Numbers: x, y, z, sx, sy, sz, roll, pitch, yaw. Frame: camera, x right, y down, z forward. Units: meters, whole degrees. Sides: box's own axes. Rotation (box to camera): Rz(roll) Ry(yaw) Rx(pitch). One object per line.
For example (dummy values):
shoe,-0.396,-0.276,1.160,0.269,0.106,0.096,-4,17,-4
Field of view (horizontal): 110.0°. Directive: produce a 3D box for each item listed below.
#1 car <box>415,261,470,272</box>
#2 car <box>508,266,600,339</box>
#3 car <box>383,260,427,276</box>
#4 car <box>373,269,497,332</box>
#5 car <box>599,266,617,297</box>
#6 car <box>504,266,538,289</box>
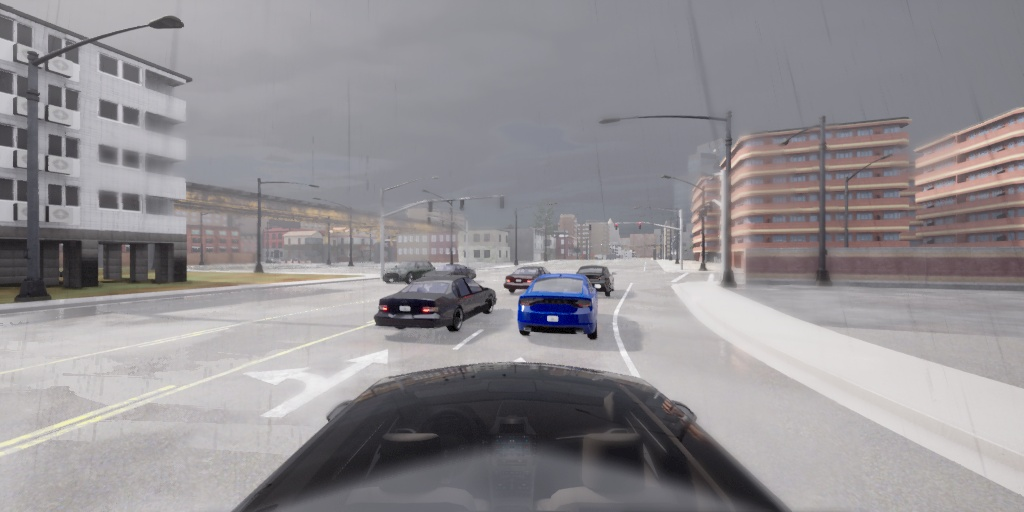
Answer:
car,-4.416,1.305,25.972,2.033,1.411,5.357,0,0,21
car,1.485,1.228,10.288,1.882,1.535,5.008,0,0,14
car,-7.683,1.103,27.227,2.097,1.767,4.553,0,0,21
car,-1.977,1.297,10.976,2.033,1.411,5.357,0,0,13
car,4.416,1.255,19.210,1.837,1.490,4.892,0,0,19
car,1.189,1.297,20.539,2.033,1.411,5.357,0,0,20
